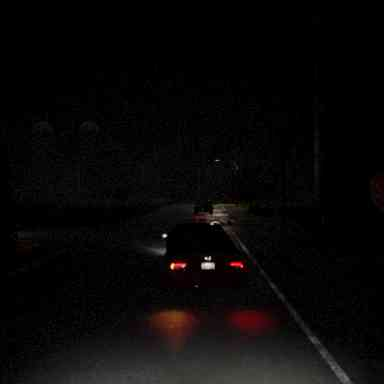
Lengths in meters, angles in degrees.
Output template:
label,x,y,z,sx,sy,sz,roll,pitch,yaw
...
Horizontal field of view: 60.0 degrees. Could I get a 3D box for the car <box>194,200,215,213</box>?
label,x,y,z,sx,sy,sz,roll,pitch,yaw
car,1.379,1.572,36.095,2.128,1.511,4.902,0,0,7

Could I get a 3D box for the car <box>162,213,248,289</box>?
label,x,y,z,sx,sy,sz,roll,pitch,yaw
car,0.157,1.569,9.339,2.033,1.411,5.357,0,0,-4
